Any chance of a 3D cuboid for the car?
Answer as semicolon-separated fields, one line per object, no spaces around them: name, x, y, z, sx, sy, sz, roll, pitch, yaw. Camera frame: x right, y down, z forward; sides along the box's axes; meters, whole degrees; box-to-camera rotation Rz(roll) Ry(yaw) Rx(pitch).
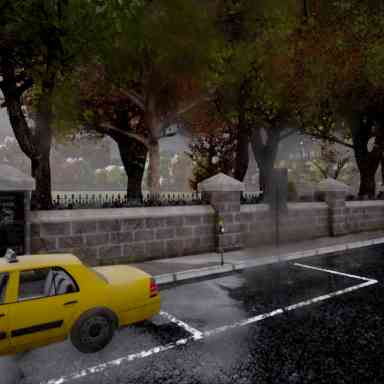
car;-2.782;1.525;4.574;4.829;1.417;1.752;0;0;-35
